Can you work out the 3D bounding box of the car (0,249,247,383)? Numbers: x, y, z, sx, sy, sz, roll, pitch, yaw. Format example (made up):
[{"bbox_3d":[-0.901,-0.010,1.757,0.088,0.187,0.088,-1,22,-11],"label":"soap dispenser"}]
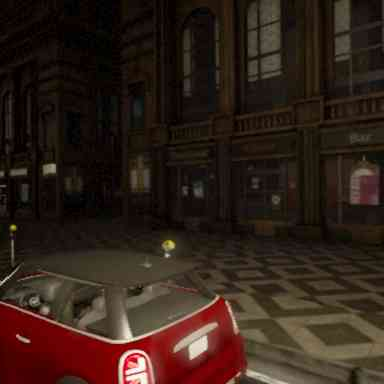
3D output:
[{"bbox_3d":[-1.486,1.461,4.205,4.097,1.590,1.967,-1,0,37],"label":"car"}]
